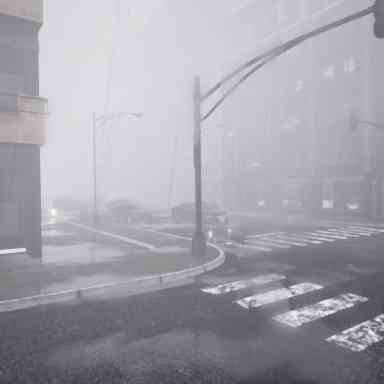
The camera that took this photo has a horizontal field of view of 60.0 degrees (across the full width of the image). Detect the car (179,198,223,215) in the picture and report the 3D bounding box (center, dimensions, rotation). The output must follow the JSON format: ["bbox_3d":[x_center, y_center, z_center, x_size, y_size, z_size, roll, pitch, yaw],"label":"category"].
[{"bbox_3d":[0.781,1.359,31.879,1.887,1.381,4.507,-1,1,-35],"label":"car"}]

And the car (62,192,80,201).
[{"bbox_3d":[-25.184,0.934,69.188,2.192,1.841,5.009,-1,1,-35],"label":"car"}]

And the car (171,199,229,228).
[{"bbox_3d":[0.419,1.433,22.043,2.128,1.511,4.902,-1,1,-35],"label":"car"}]

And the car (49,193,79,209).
[{"bbox_3d":[-15.895,1.312,41.059,1.967,1.590,4.097,-1,1,-35],"label":"car"}]

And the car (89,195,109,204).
[{"bbox_3d":[-15.574,1.216,55.314,1.752,1.417,4.829,-1,1,-35],"label":"car"}]

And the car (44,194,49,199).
[{"bbox_3d":[-34.984,1.074,83.345,1.752,1.417,4.829,-1,1,-35],"label":"car"}]

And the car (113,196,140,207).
[{"bbox_3d":[-9.104,1.265,45.971,1.752,1.417,4.829,-1,1,-35],"label":"car"}]

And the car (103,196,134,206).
[{"bbox_3d":[-6.534,1.365,32.090,1.882,1.535,5.008,-1,1,-35],"label":"car"}]

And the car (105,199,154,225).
[{"bbox_3d":[-4.391,1.509,24.221,1.887,1.381,4.507,-1,1,-35],"label":"car"}]

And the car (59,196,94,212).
[{"bbox_3d":[-12.659,1.448,36.388,2.008,1.369,4.403,-1,1,-35],"label":"car"}]

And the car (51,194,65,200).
[{"bbox_3d":[-31.652,1.123,78.534,2.008,1.369,4.403,-1,1,-35],"label":"car"}]

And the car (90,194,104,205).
[{"bbox_3d":[-14.157,1.111,48.627,2.097,1.767,4.553,-1,1,-34],"label":"car"}]
